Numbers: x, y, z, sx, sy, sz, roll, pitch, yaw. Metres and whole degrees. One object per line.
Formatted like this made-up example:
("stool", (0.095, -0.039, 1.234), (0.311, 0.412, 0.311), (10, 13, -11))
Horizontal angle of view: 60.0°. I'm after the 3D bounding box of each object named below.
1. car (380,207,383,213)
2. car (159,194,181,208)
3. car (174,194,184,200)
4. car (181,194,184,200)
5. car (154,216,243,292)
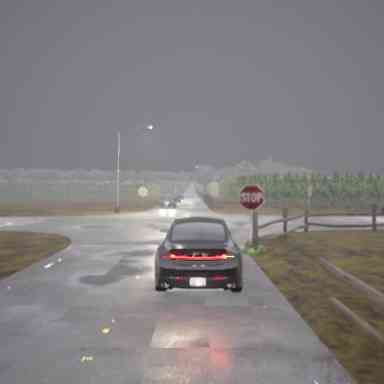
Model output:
("car", (15.580, 1.195, 23.235), (4.181, 1.385, 1.994), (0, 2, 0))
("car", (-2.765, 1.089, 38.921), (2.128, 1.511, 4.902), (0, 0, 0))
("car", (-2.618, 0.986, 69.015), (1.895, 1.301, 4.718), (0, 0, 0))
("car", (-2.722, 1.058, 53.259), (2.033, 1.411, 5.357), (0, 0, 0))
("car", (0.187, 1.381, 8.570), (1.837, 1.490, 4.892), (0, 1, 2))
